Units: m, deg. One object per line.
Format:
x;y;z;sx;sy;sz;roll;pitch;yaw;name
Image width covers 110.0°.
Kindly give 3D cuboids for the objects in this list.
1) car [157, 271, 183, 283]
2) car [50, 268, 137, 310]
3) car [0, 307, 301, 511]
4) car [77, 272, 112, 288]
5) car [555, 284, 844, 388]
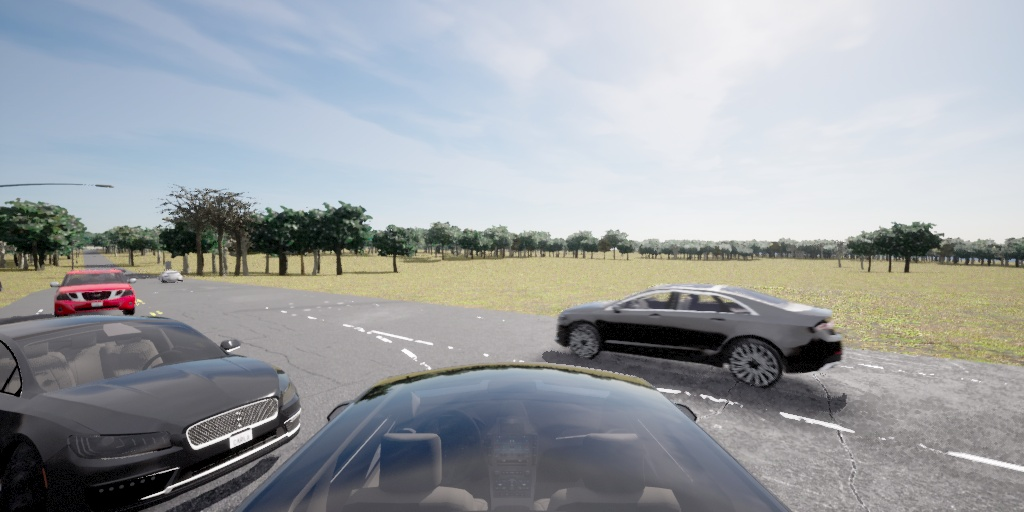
-44.658;2.668;46.889;4.674;1.442;1.812;-2;0;40;car
-18.503;1.624;15.930;5.566;2.045;2.150;-2;0;40;car
-4.624;1.445;3.942;4.892;1.490;1.837;-3;-3;20;car
-46.282;2.655;39.861;2.128;1.511;4.902;-1;0;-45;car
3.140;1.298;6.998;4.902;1.511;2.128;-2;-1;40;car
